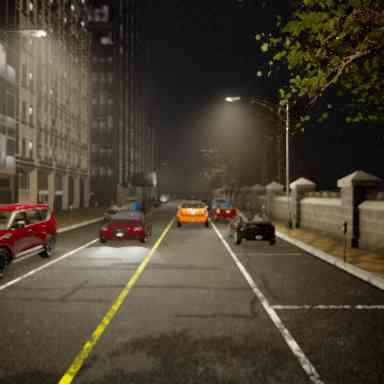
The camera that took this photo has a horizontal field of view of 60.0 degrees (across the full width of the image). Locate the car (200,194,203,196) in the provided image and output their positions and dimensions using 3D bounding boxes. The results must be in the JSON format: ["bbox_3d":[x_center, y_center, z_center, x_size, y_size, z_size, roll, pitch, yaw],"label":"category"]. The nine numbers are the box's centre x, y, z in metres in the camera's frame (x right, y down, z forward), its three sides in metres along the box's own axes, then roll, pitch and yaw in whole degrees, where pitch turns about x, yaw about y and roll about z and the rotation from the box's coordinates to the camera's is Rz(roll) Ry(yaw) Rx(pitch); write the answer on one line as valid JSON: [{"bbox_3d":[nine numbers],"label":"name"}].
[{"bbox_3d":[0.034,1.425,40.733,2.097,1.767,4.553,0,0,0],"label":"car"}]

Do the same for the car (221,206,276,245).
[{"bbox_3d":[2.670,1.585,15.479,2.008,1.369,4.403,0,0,0],"label":"car"}]

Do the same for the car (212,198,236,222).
[{"bbox_3d":[2.654,1.495,26.600,1.967,1.590,4.097,0,0,0],"label":"car"}]

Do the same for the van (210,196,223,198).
[{"bbox_3d":[2.646,1.405,32.159,1.690,1.788,3.998,0,0,0],"label":"van"}]

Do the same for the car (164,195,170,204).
[{"bbox_3d":[-5.799,1.615,65.604,1.752,1.417,4.829,0,0,0],"label":"car"}]

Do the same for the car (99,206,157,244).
[{"bbox_3d":[-3.026,1.599,15.958,1.994,1.385,4.181,0,0,0],"label":"car"}]

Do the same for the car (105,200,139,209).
[{"bbox_3d":[-5.873,1.606,26.849,2.008,1.369,4.403,0,0,0],"label":"car"}]

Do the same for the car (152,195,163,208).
[{"bbox_3d":[-5.908,1.522,49.093,1.967,1.590,4.097,0,0,0],"label":"car"}]

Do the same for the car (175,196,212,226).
[{"bbox_3d":[0.062,1.402,23.653,2.097,1.767,4.553,0,0,0],"label":"car"}]

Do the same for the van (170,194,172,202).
[{"bbox_3d":[-5.798,1.433,71.333,1.690,1.788,3.998,1,0,0],"label":"van"}]

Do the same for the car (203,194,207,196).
[{"bbox_3d":[2.636,1.386,37.719,2.192,1.841,5.009,0,0,0],"label":"car"}]

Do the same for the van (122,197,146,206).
[{"bbox_3d":[-5.880,1.405,32.411,1.690,1.788,3.998,0,0,0],"label":"van"}]

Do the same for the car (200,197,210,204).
[{"bbox_3d":[2.590,1.673,65.520,1.802,1.307,4.206,0,0,0],"label":"car"}]

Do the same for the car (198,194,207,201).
[{"bbox_3d":[2.797,1.402,87.205,2.192,1.841,5.009,1,0,1],"label":"car"}]

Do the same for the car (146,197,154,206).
[{"bbox_3d":[-5.891,1.637,37.971,1.947,1.339,4.313,0,0,0],"label":"car"}]

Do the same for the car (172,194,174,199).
[{"bbox_3d":[-5.778,1.658,76.876,1.947,1.339,4.313,1,0,0],"label":"car"}]

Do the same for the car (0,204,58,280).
[{"bbox_3d":[-5.845,1.338,10.168,2.192,1.841,5.009,0,0,0],"label":"car"}]

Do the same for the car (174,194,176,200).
[{"bbox_3d":[-5.444,1.399,92.945,2.192,1.841,5.009,1,0,1],"label":"car"}]

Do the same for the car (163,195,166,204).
[{"bbox_3d":[-5.918,1.652,54.653,1.947,1.339,4.313,0,0,0],"label":"car"}]
